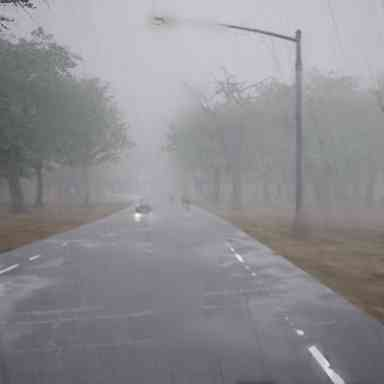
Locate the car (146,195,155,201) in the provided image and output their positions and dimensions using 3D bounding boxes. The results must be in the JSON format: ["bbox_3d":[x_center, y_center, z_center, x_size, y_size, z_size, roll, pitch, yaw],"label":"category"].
[{"bbox_3d":[-9.602,1.403,76.892,1.994,1.385,4.181,-1,0,-9],"label":"car"}]

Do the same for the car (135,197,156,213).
[{"bbox_3d":[-5.033,1.333,36.592,2.097,1.767,4.553,0,0,-4],"label":"car"}]

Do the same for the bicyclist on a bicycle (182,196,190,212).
[{"bbox_3d":[-0.437,1.413,36.465,0.582,1.620,1.656,0,0,-4],"label":"bicyclist on a bicycle"}]

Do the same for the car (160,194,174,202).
[{"bbox_3d":[-5.086,1.257,70.355,2.097,1.767,4.553,0,0,-8],"label":"car"}]

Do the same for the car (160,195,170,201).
[{"bbox_3d":[-6.626,1.419,80.514,1.895,1.301,4.718,-1,0,-10],"label":"car"}]
